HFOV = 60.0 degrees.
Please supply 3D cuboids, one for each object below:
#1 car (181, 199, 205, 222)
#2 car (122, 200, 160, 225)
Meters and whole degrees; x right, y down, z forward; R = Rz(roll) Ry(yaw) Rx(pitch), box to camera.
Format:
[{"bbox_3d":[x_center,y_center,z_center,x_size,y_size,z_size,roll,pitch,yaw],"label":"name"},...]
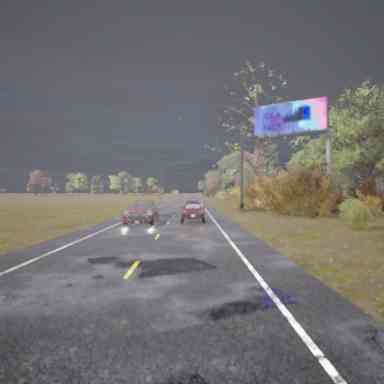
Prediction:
[{"bbox_3d":[0.088,1.543,26.244,1.812,1.442,4.674,0,0,0],"label":"car"},{"bbox_3d":[-3.564,1.367,23.812,2.097,1.767,4.553,0,0,0],"label":"car"}]
